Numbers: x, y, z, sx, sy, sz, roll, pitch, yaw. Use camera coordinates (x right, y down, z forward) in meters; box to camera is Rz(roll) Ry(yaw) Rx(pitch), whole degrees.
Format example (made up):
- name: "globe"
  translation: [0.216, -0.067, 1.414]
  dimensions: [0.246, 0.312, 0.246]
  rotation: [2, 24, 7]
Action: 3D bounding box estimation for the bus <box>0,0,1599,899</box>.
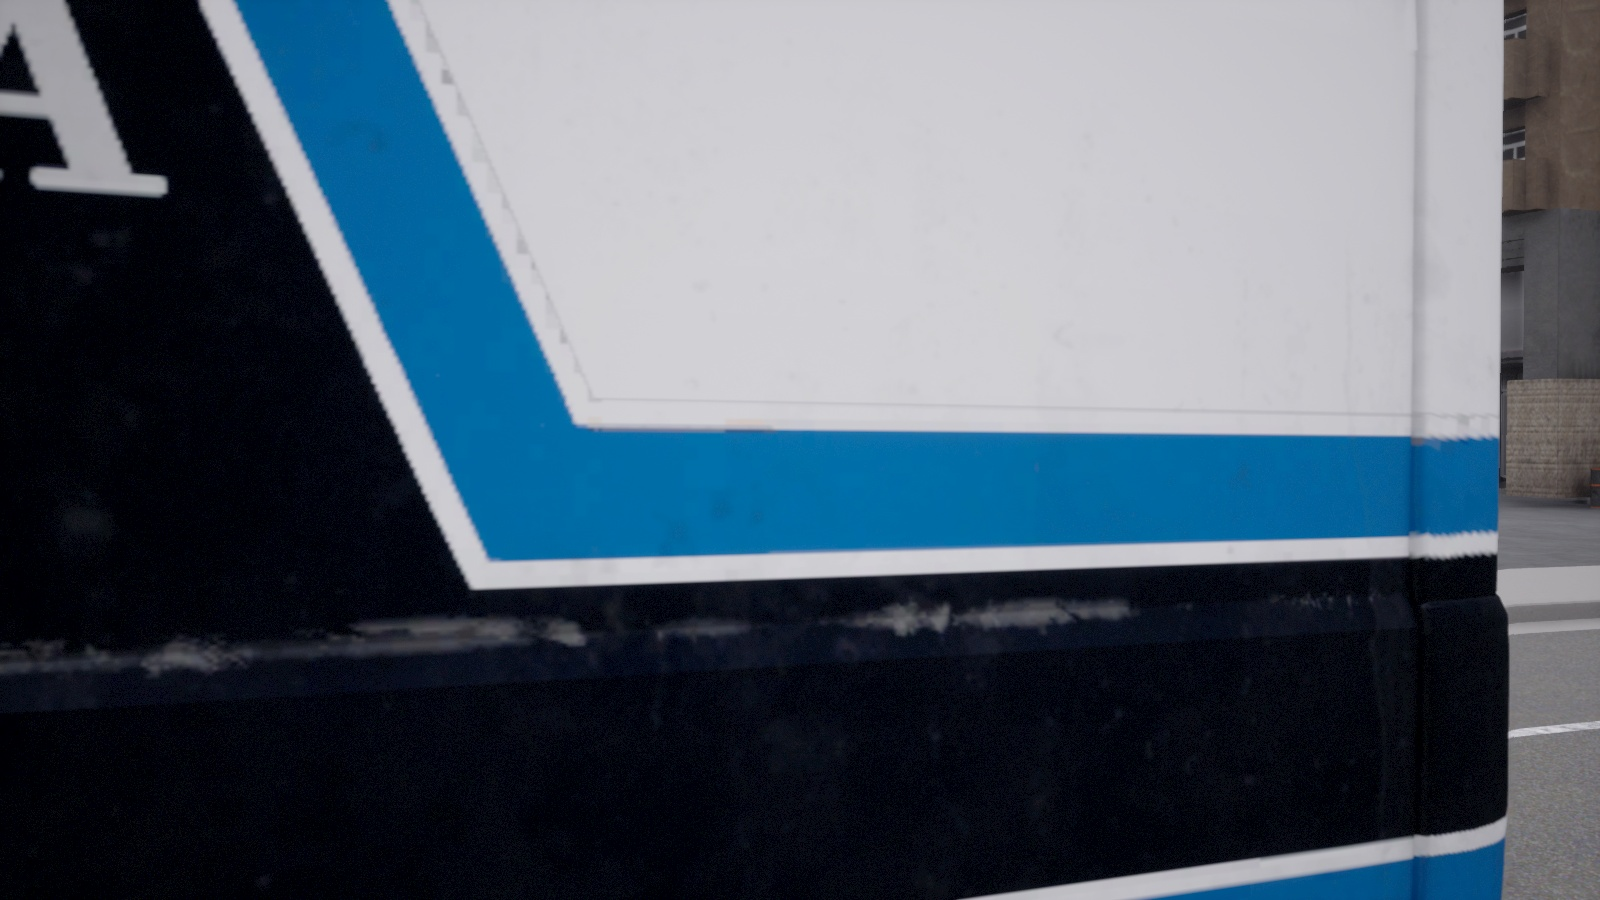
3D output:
- name: "bus"
  translation: [-4.472, -0.550, 1.559]
  dimensions: [10.273, 4.253, 3.944]
  rotation: [-1, 1, -21]
